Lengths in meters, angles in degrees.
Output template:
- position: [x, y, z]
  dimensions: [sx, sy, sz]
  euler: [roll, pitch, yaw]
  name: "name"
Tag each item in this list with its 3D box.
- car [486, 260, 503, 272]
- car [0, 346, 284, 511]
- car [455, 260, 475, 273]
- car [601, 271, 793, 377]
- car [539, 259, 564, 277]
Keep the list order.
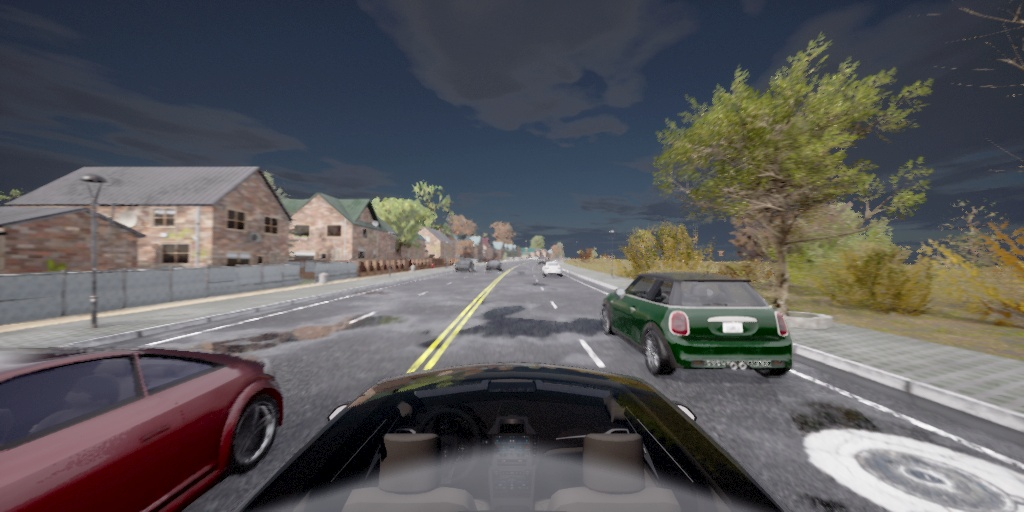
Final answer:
- position: [-2.231, 1.227, 45.945]
  dimensions: [1.882, 1.535, 5.008]
  euler: [0, 0, 3]
  name: "car"
- position: [-3.338, 1.308, 1.975]
  dimensions: [1.994, 1.385, 4.181]
  euler: [0, 0, 0]
  name: "car"
- position: [-5.622, 1.252, 43.206]
  dimensions: [1.837, 1.490, 4.892]
  euler: [0, 0, 3]
  name: "car"
- position: [3.374, 1.108, 7.583]
  dimensions: [2.097, 1.767, 4.553]
  euler: [0, 0, 0]
  name: "car"
- position: [4.001, 1.281, 36.067]
  dimensions: [1.812, 1.442, 4.674]
  euler: [0, 0, 2]
  name: "car"
